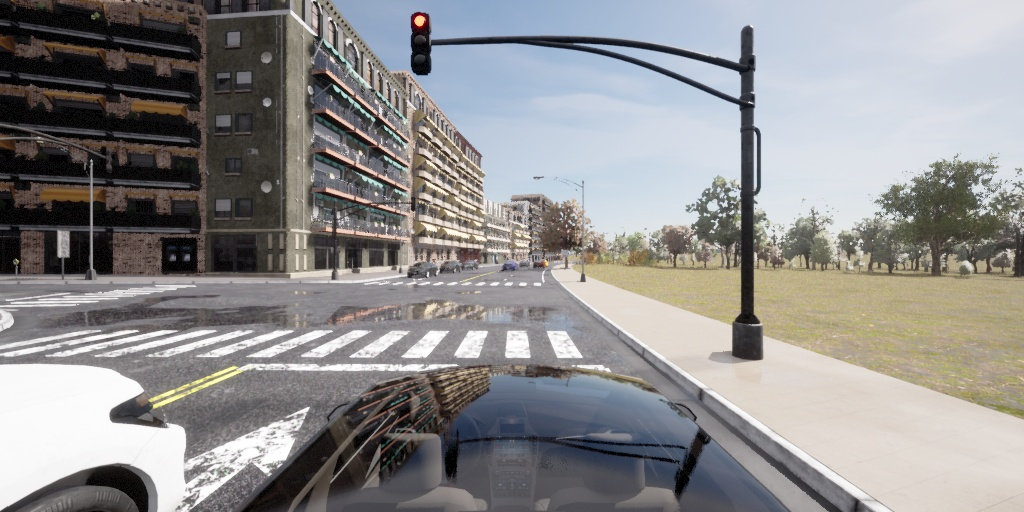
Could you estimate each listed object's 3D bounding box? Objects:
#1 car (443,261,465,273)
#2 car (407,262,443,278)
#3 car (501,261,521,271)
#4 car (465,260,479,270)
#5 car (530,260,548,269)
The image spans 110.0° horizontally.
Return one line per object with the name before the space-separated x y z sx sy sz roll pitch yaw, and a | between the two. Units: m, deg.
car | -7.593 1.350 44.608 1.837 1.490 4.892 0 0 6
car | -8.504 1.313 34.511 1.837 1.490 4.892 0 0 5
car | -0.229 1.395 50.377 1.812 1.442 4.674 0 0 7
car | -6.407 1.378 54.929 2.128 1.511 4.902 0 0 7
car | 4.865 1.413 63.842 1.882 1.535 5.008 0 0 9
